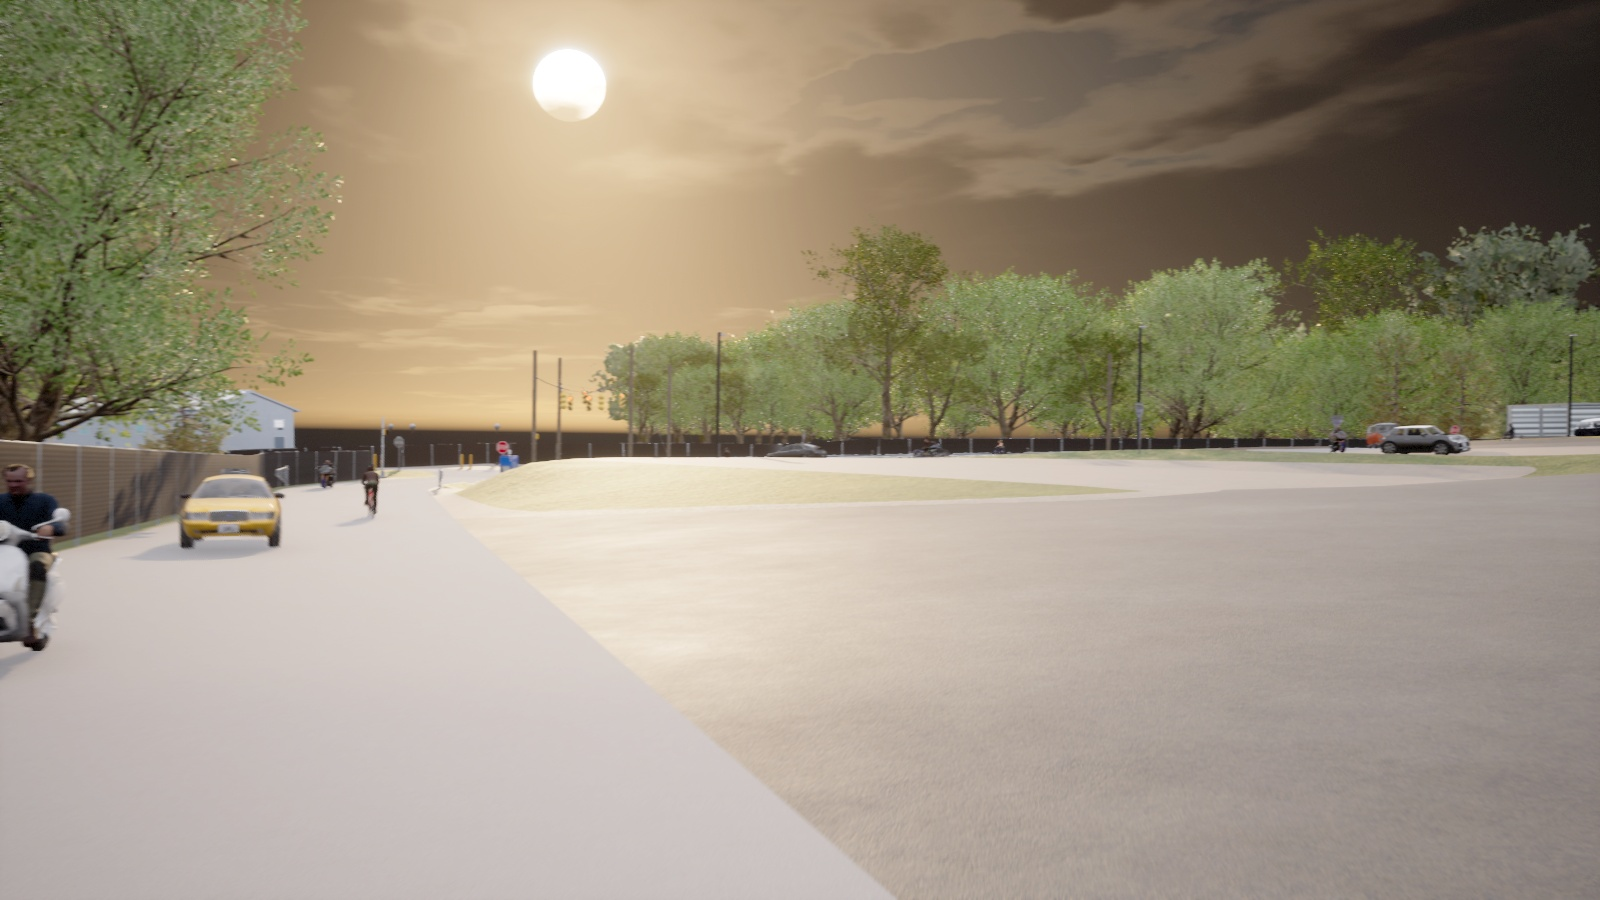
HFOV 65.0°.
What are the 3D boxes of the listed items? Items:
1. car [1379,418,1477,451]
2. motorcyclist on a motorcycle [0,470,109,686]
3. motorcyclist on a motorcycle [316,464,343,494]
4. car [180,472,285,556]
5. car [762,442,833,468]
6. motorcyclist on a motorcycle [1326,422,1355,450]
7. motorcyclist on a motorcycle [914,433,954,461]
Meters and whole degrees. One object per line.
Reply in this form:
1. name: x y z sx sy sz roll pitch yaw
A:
1. car: 31.223 -0.756 62.496 1.970 1.475 3.806 -6 3 -40
2. motorcyclist on a motorcycle: -6.252 0.956 10.069 0.866 1.590 1.817 0 -1 -16
3. motorcyclist on a motorcycle: -24.875 1.518 66.389 0.866 1.530 2.191 1 0 -8
4. car: -11.803 1.254 26.370 1.801 1.575 5.366 0 -1 -22
5. car: -0.187 0.354 89.927 4.892 1.490 1.837 -5 -3 36
6. motorcyclist on a motorcycle: 30.773 -0.810 71.494 0.866 1.530 2.191 -3 0 8
7. motorcyclist on a motorcycle: 8.470 -0.183 79.311 2.350 1.649 0.766 -3 -1 26
